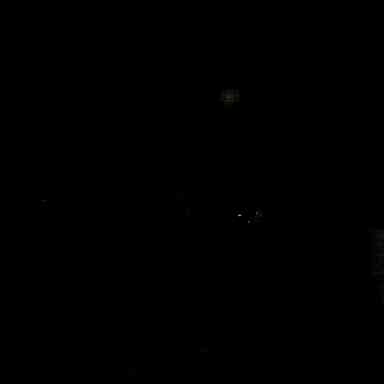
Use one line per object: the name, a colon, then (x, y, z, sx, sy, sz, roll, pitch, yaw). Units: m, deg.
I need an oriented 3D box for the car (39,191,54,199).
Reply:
car: (-26.321, 0.489, 60.054, 1.882, 1.535, 5.008, -1, 2, -36)

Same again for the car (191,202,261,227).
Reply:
car: (2.020, 1.346, 20.852, 1.895, 1.301, 4.718, -1, 2, -36)
